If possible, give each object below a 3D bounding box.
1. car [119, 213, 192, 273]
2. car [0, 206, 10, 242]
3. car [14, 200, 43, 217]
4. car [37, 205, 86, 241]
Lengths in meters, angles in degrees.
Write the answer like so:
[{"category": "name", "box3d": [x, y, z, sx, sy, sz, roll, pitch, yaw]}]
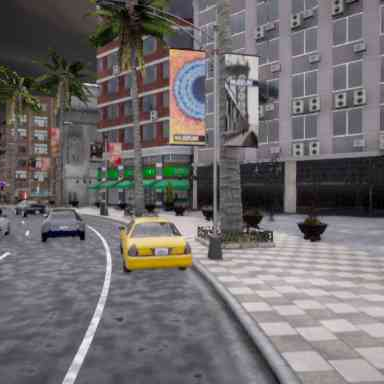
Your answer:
[{"category": "car", "box3d": [-1.367, 1.455, 10.770, 1.801, 1.575, 5.366, 0, 0, -14]}, {"category": "car", "box3d": [-9.822, 1.516, 15.660, 1.812, 1.442, 4.674, 0, 0, -22]}, {"category": "car", "box3d": [-15.199, 1.491, 31.077, 1.837, 1.490, 4.892, 0, 0, -41]}, {"category": "car", "box3d": [-6.528, 1.558, 16.854, 1.994, 1.385, 4.181, 0, 0, -22]}]
